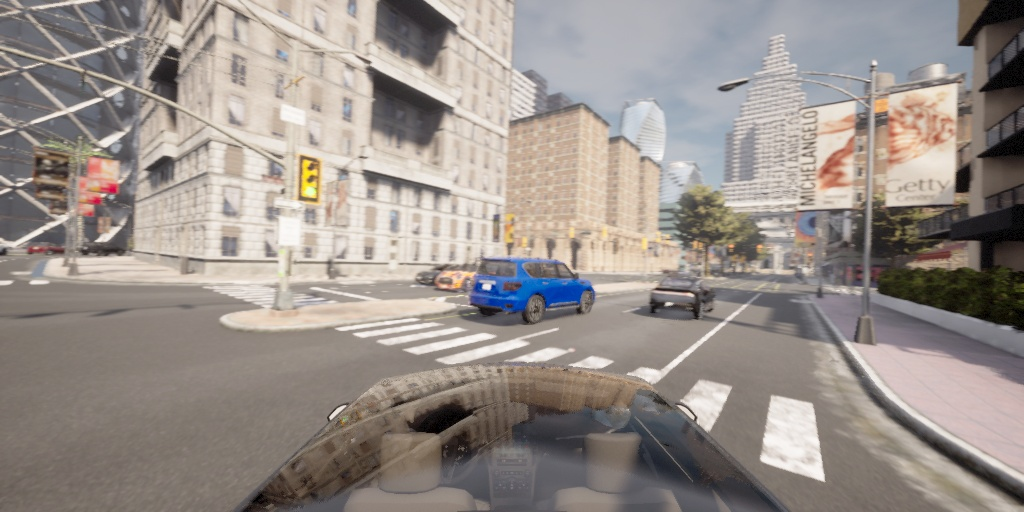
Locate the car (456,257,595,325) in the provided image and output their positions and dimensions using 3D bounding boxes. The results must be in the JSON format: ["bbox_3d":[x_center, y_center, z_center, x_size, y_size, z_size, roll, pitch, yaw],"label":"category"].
[{"bbox_3d":[0.921,1.106,12.799,2.150,2.045,5.566,2,-1,39],"label":"car"}]

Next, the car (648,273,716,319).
[{"bbox_3d":[7.290,1.657,15.155,2.128,1.511,4.902,2,-1,38],"label":"car"}]

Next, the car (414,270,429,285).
[{"bbox_3d":[-4.442,1.278,24.802,1.837,1.490,4.892,2,-1,38],"label":"car"}]

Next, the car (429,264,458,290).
[{"bbox_3d":[-2.383,1.182,21.736,2.097,1.767,4.553,2,-1,38],"label":"car"}]

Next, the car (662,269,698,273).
[{"bbox_3d":[20.426,2.520,43.892,1.994,1.385,4.181,2,0,3],"label":"car"}]
